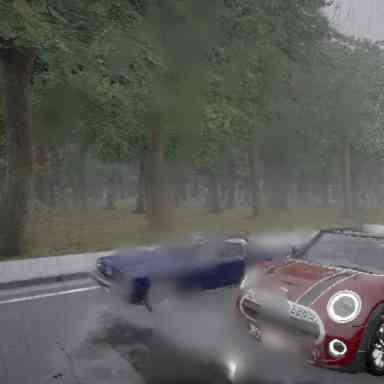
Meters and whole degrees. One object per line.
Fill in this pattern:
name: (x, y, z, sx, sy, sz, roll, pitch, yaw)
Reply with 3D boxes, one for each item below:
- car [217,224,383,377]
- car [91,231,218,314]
car: (2.911, 1.404, 5.762, 4.553, 1.767, 2.097, 1, 0, -35)
car: (0.171, 1.643, 7.801, 4.718, 1.301, 1.895, 1, 0, -35)
